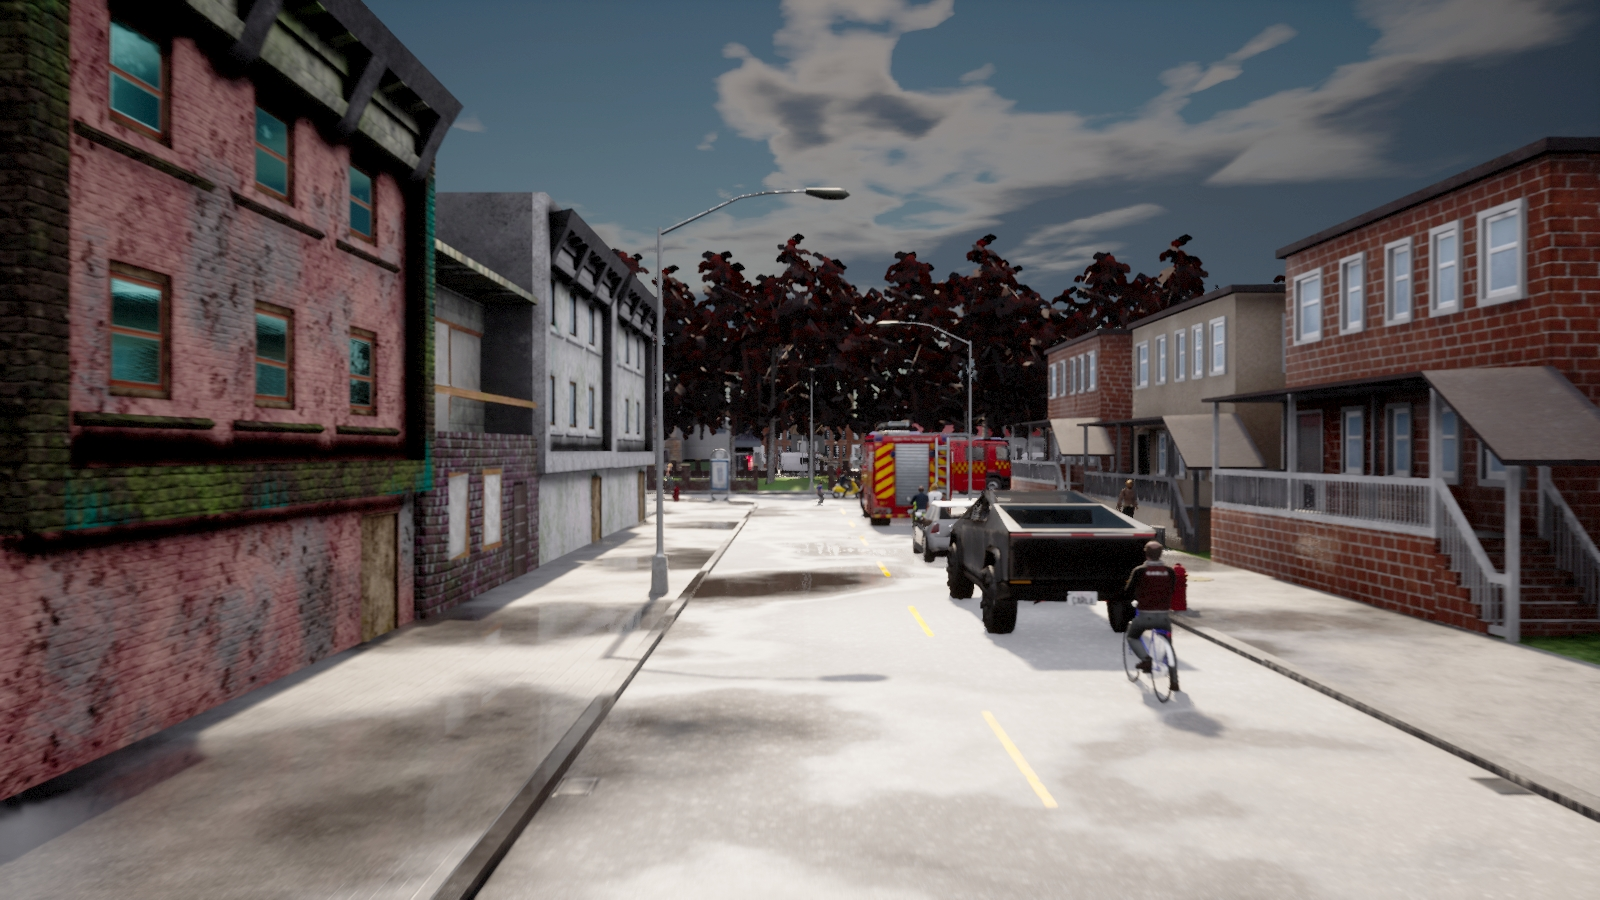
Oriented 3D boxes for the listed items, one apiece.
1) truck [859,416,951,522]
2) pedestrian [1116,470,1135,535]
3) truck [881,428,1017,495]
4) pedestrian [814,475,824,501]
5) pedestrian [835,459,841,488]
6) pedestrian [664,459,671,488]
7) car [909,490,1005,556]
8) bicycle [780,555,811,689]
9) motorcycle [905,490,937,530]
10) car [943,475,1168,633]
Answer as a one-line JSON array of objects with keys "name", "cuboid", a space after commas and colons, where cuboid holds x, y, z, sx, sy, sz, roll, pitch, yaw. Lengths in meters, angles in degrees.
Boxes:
[{"name": "truck", "cuboid": [3.992, 0.672, 45.338, 2.891, 3.827, 8.468, 0, 0, 0]}, {"name": "pedestrian", "cuboid": [9.439, 1.525, 33.138, 0.375, 1.860, 0.375, 0, 0, -17]}, {"name": "truck", "cuboid": [9.129, 0.672, 69.400, 8.468, 3.827, 2.891, 0, 0, -34]}, {"name": "pedestrian", "cuboid": [0.960, 1.910, 57.851, 0.375, 1.300, 0.375, 0, 0, -40]}, {"name": "pedestrian", "cuboid": [2.428, 1.525, 73.678, 0.375, 1.860, 0.375, 0, 0, 6]}, {"name": "pedestrian", "cuboid": [-8.586, 1.527, 74.101, 0.375, 1.860, 0.375, 0, 0, 2]}, {"name": "car", "cuboid": [4.000, 1.845, 29.674, 1.970, 1.475, 3.806, 0, 0, 0]}, {"name": "bicycle", "cuboid": [-0.047, 1.940, 13.233, 0.329, 1.271, 1.835, 0, 0, 0]}, {"name": "motorcycle", "cuboid": [4.000, 1.963, 37.792, 0.856, 1.236, 1.805, 0, 0, 0]}, {"name": "car", "cuboid": [4.000, 1.534, 19.279, 2.390, 2.098, 6.274, 0, 0, 0]}]
